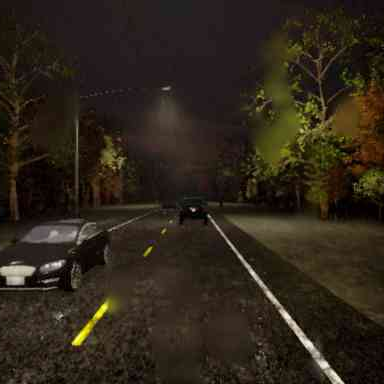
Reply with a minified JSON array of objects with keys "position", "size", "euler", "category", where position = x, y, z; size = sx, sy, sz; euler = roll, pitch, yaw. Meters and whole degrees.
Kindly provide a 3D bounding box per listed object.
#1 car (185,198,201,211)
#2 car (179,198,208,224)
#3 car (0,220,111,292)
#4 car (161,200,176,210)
[{"position":[0.117,1.749,47.293],"size":[2.097,1.767,4.553],"euler":[0,-1,0],"category":"car"},{"position":[0.108,1.459,27.240],"size":[2.150,2.045,5.566],"euler":[0,0,0],"category":"car"},{"position":[-3.598,1.571,9.238],"size":[2.128,1.511,4.902],"euler":[0,-1,0],"category":"car"},{"position":[-3.553,1.987,51.206],"size":[1.994,1.385,4.181],"euler":[0,0,0],"category":"car"}]
